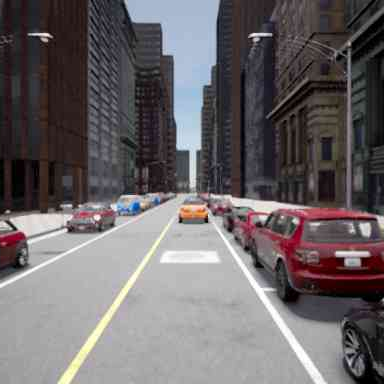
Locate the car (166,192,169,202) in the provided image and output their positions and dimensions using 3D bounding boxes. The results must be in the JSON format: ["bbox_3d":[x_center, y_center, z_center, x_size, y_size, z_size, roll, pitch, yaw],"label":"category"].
[{"bbox_3d":[-5.755,1.068,58.824,2.192,1.841,5.009,0,0,0],"label":"car"}]

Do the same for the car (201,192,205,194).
[{"bbox_3d":[2.773,1.292,70.103,1.802,1.307,4.206,0,0,0],"label":"car"}]

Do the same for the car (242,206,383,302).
[{"bbox_3d":[2.762,1.279,8.103,2.192,1.841,5.009,0,0,0],"label":"car"}]

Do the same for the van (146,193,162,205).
[{"bbox_3d":[-5.757,1.138,47.551,1.690,1.788,3.998,0,0,0],"label":"van"}]

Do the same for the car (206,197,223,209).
[{"bbox_3d":[2.768,1.386,41.921,1.947,1.339,4.313,0,0,0],"label":"car"}]

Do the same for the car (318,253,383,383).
[{"bbox_3d":[2.762,1.555,2.467,1.947,1.339,4.313,0,0,0],"label":"car"}]

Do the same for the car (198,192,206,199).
[{"bbox_3d":[2.775,0.946,92.646,2.192,1.841,5.009,0,0,0],"label":"car"}]

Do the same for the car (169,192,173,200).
[{"bbox_3d":[-5.752,1.276,70.098,1.947,1.339,4.313,0,0,0],"label":"car"}]

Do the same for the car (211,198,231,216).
[{"bbox_3d":[2.766,1.307,30.648,1.967,1.590,4.097,0,0,0],"label":"car"}]

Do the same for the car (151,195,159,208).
[{"bbox_3d":[-5.757,1.370,41.915,2.008,1.369,4.403,0,0,0],"label":"car"}]

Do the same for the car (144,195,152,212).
[{"bbox_3d":[-5.758,1.369,36.109,1.752,1.417,4.829,0,0,0],"label":"car"}]

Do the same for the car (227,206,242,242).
[{"bbox_3d":[2.763,1.484,13.740,1.887,1.381,4.507,0,0,0],"label":"car"}]

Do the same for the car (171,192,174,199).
[{"bbox_3d":[-5.751,1.240,75.735,2.008,1.369,4.403,0,0,0],"label":"car"}]

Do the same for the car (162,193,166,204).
[{"bbox_3d":[-5.756,1.215,53.188,1.967,1.590,4.097,0,0,0],"label":"car"}]

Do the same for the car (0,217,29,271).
[{"bbox_3d":[-5.763,1.404,8.096,1.967,1.590,4.097,0,0,0],"label":"car"}]

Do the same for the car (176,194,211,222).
[{"bbox_3d":[0.105,1.241,25.021,2.097,1.767,4.553,0,0,0],"label":"car"}]

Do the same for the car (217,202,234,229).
[{"bbox_3d":[2.764,1.481,19.376,1.947,1.339,4.313,0,0,0],"label":"car"}]

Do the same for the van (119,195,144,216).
[{"bbox_3d":[-5.759,1.207,30.642,1.690,1.788,3.998,0,0,0],"label":"van"}]

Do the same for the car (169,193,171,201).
[{"bbox_3d":[-5.753,1.297,64.462,1.947,1.339,4.313,0,0,0],"label":"car"}]

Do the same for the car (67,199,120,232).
[{"bbox_3d":[-5.761,1.355,19.369,1.967,1.590,4.097,0,0,0],"label":"car"}]
